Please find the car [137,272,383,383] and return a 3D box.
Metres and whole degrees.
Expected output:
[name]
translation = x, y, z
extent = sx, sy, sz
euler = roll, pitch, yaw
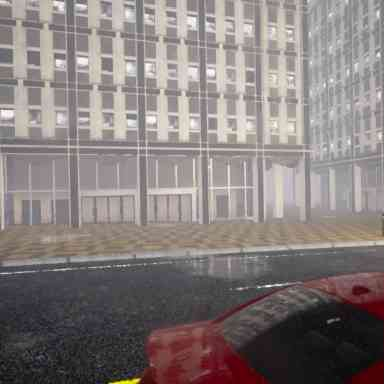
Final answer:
[car]
translation = 2.062, 1.476, 2.757
extent = 5.008, 1.535, 1.882
euler = 0, 0, -17
